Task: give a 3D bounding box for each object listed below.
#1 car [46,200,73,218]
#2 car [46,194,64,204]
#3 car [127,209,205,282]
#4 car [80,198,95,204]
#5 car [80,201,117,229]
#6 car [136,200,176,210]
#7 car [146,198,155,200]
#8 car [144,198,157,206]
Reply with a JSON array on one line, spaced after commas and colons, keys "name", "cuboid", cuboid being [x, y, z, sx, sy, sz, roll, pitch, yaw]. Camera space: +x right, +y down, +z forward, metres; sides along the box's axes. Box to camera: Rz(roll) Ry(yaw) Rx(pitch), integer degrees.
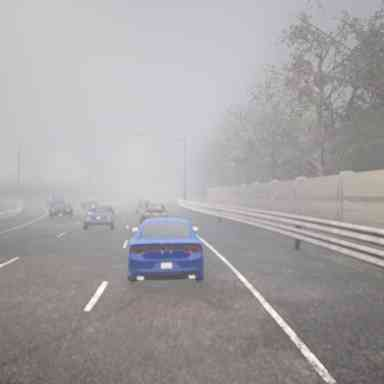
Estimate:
[{"name": "car", "cuboid": [-12.157, 1.670, 31.182, 1.895, 1.301, 4.718, 0, 0, -18]}, {"name": "car", "cuboid": [-21.296, 1.337, 51.816, 2.150, 2.045, 5.566, 0, 0, -30]}, {"name": "car", "cuboid": [-0.784, 1.496, 9.868, 1.882, 1.535, 5.008, 0, 0, -5]}, {"name": "car", "cuboid": [-14.395, 1.589, 46.105, 2.128, 1.511, 4.902, 0, 0, -25]}, {"name": "car", "cuboid": [-6.024, 1.593, 21.957, 2.033, 1.411, 5.357, 0, 0, -12]}, {"name": "car", "cuboid": [-2.618, 1.532, 22.557, 2.128, 1.511, 4.902, 0, 0, -10]}, {"name": "car", "cuboid": [-5.367, 1.619, 37.579, 2.033, 1.411, 5.357, 0, 0, -9]}, {"name": "car", "cuboid": [-7.092, 1.708, 56.991, 1.895, 1.301, 4.718, 0, 0, -2]}]
